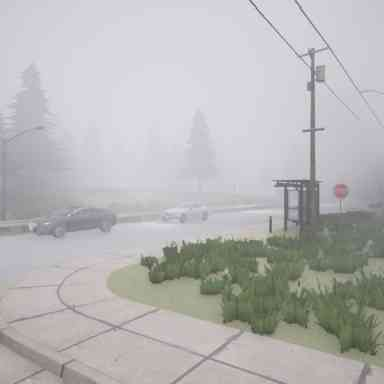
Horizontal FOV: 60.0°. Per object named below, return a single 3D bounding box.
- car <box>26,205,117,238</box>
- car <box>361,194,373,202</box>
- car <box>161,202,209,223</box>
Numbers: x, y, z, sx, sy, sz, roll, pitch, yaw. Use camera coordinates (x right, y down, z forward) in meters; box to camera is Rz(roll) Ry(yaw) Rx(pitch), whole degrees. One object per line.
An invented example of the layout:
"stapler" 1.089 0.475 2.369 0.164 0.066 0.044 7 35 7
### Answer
"car" -6.253 1.492 17.837 2.128 1.511 4.902 0 0 36
"car" 40.339 1.356 76.525 2.097 1.767 4.553 0 0 36
"car" -0.406 1.527 25.909 1.812 1.442 4.674 0 0 36
